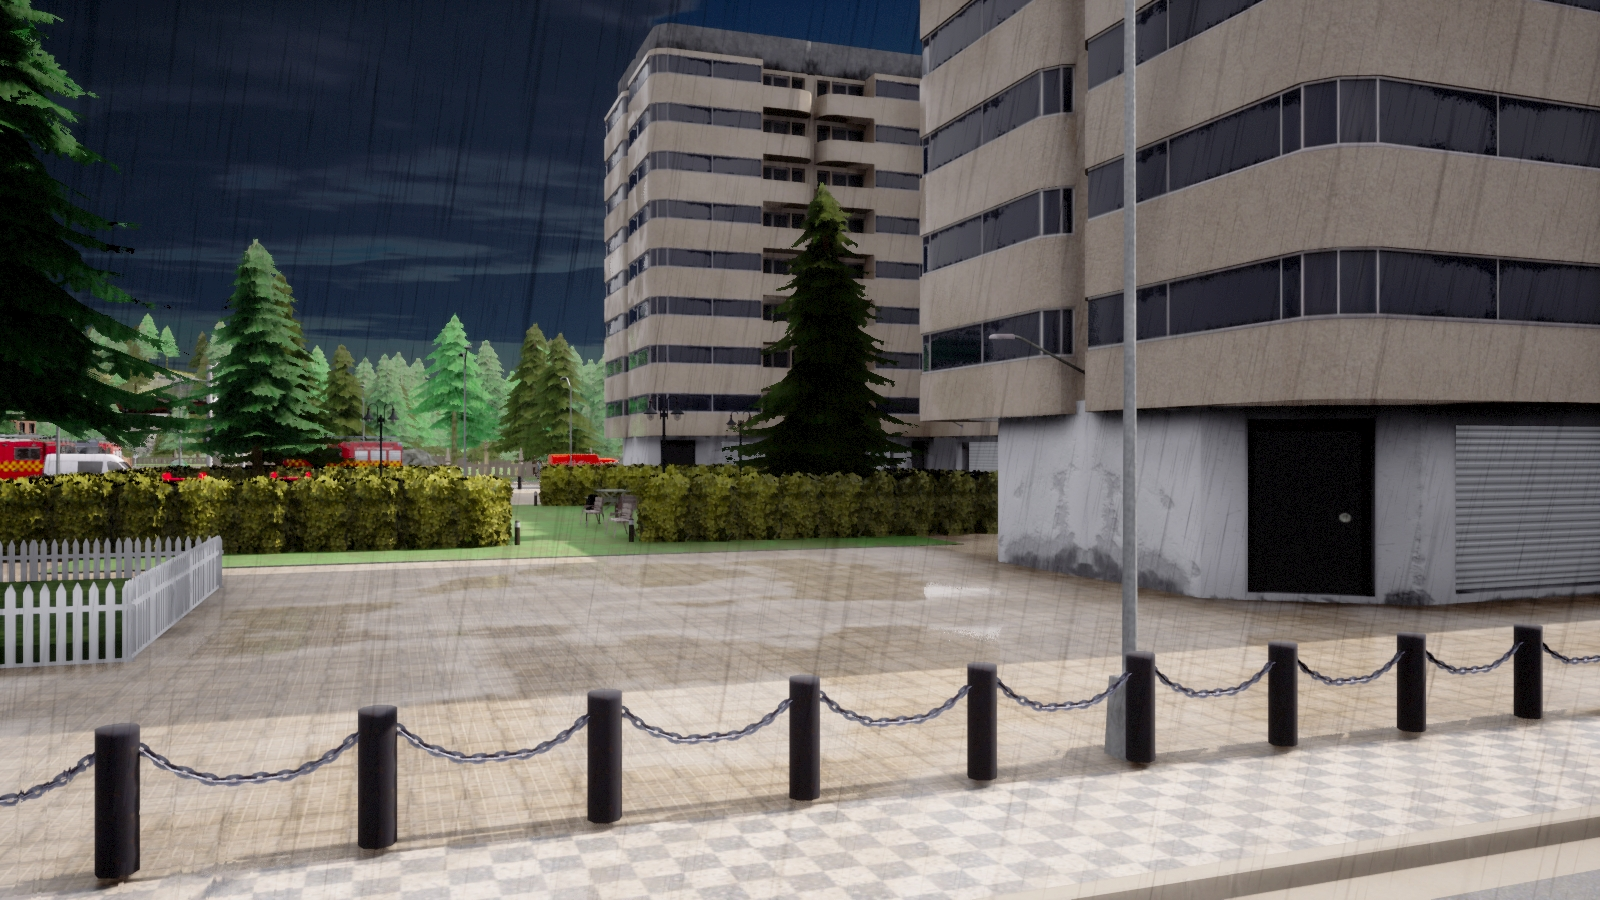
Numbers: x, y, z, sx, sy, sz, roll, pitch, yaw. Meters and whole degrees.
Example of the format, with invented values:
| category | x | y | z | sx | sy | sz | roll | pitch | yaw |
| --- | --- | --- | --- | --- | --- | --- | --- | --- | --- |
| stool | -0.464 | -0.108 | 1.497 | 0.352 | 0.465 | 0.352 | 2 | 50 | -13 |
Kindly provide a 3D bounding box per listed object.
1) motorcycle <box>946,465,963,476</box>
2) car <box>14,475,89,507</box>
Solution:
| category | x | y | z | sx | sy | sz | roll | pitch | yaw |
| --- | --- | --- | --- | --- | --- | --- | --- | --- | --- |
| motorcycle | 16.084 | 2.131 | 119.009 | 0.803 | 1.199 | 2.033 | 0 | 0 | -20 |
| car | -38.243 | 2.063 | 58.523 | 2.163 | 1.488 | 4.792 | 0 | 0 | -20 |
